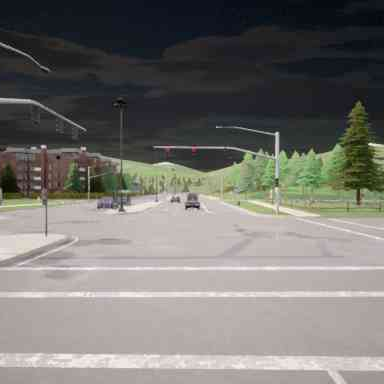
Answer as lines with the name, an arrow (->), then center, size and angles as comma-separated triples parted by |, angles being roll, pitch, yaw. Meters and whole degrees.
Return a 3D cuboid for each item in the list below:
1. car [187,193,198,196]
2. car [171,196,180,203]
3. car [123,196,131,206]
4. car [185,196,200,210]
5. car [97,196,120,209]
car -> 0.097, 1.221, 68.969 | 2.150, 2.045, 5.566 | 0, 0, 0
car -> -3.403, 1.491, 68.942 | 2.128, 1.511, 4.902 | 0, 0, 0
car -> -11.466, 1.505, 55.931 | 1.837, 1.490, 4.892 | 0, 0, 1
car -> 0.061, 1.601, 43.533 | 1.895, 1.301, 4.718 | 0, 0, 0
car -> -11.490, 1.352, 45.661 | 2.097, 1.767, 4.553 | 0, 0, 1
